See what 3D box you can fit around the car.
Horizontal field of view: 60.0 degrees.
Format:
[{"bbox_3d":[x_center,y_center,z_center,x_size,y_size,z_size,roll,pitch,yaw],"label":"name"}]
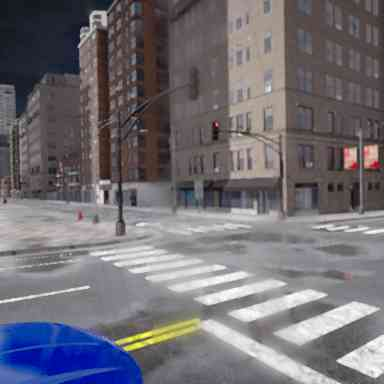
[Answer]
[{"bbox_3d":[-2.605,1.484,1.588,5.008,1.535,1.882,0,0,-35],"label":"car"}]
